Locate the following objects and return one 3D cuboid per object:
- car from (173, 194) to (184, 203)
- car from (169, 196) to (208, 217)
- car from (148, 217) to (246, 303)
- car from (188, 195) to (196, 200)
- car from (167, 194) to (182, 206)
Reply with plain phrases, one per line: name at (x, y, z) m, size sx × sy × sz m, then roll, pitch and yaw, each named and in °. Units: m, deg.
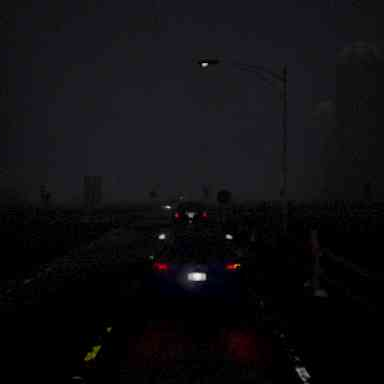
car at (-2.825, 1.291, 69.183) m, size 2.097 × 1.767 × 4.553 m, roll 0°, pitch 0°, yaw 0°
car at (-0.181, 1.321, 20.568) m, size 2.097 × 1.767 × 4.553 m, roll 0°, pitch 0°, yaw -3°
car at (0.093, 1.549, 8.209) m, size 1.994 × 1.385 × 4.181 m, roll 0°, pitch 0°, yaw 0°
car at (-0.094, 1.378, 87.041) m, size 1.994 × 1.385 × 4.181 m, roll 0°, pitch 0°, yaw 0°
car at (-2.885, 1.420, 53.417) m, size 1.882 × 1.535 × 5.008 m, roll 0°, pitch 0°, yaw 0°
